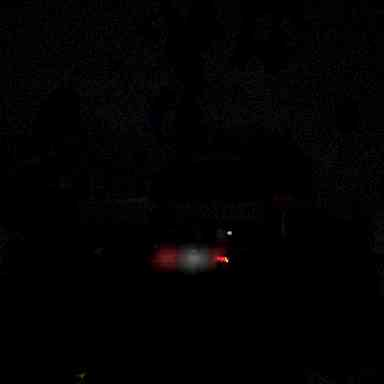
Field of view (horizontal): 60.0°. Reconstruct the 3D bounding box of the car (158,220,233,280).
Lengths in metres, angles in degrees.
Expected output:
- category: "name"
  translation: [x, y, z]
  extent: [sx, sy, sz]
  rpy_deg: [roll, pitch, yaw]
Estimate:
- category: "car"
  translation: [0.227, 1.556, 9.944]
  extent: [2.033, 1.411, 5.357]
  rpy_deg: [0, 0, 4]
